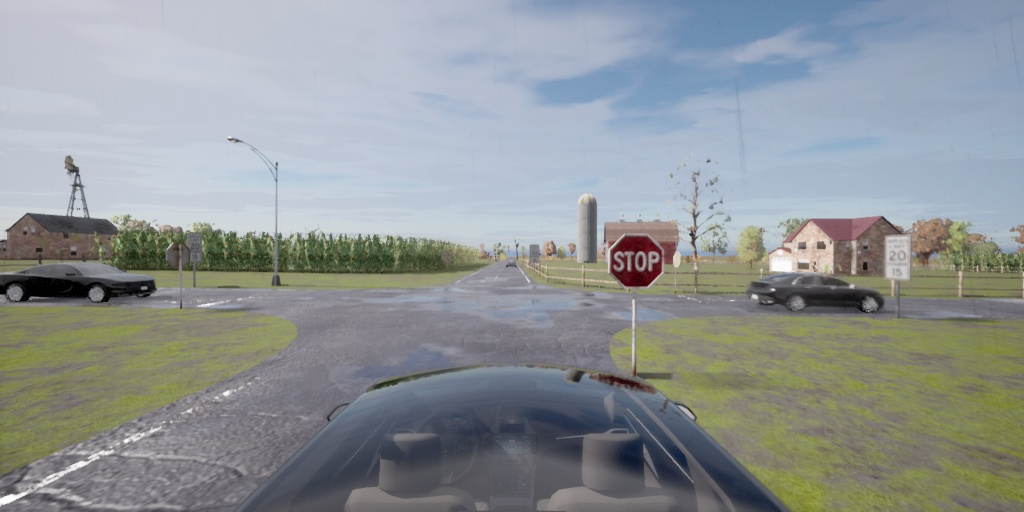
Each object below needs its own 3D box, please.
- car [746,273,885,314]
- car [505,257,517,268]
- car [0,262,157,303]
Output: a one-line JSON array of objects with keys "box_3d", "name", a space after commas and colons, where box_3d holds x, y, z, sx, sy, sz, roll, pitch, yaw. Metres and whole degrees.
[{"box_3d": [12.379, 1.461, 14.748, 4.892, 1.490, 1.837, 1, 0, -1], "name": "car"}, {"box_3d": [-0.133, 1.312, 61.602, 2.033, 1.411, 5.357, 0, 0, 0], "name": "car"}, {"box_3d": [-17.432, 1.005, 14.550, 5.008, 1.535, 1.882, 1, 1, 0], "name": "car"}]
